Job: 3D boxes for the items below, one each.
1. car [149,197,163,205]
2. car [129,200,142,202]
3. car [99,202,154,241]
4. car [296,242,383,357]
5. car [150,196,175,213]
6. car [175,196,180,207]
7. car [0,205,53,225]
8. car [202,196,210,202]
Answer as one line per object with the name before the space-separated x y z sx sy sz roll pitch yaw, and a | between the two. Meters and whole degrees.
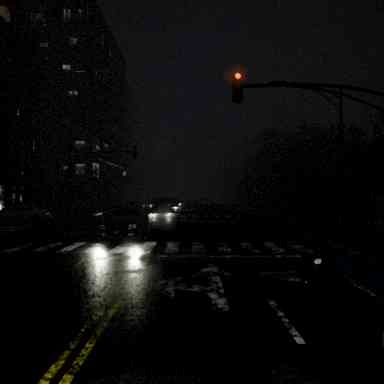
car | -6.534 1.566 60.829 2.033 1.411 5.357 0 0 0
car | -6.574 1.570 38.540 1.994 1.385 4.181 0 0 0
car | -3.354 1.511 17.175 1.882 1.535 5.008 -1 0 0
car | 3.355 1.547 5.374 2.033 1.411 5.357 0 0 0
car | -3.326 1.358 37.542 2.097 1.767 4.553 0 0 0
car | -3.307 1.491 53.000 1.882 1.535 5.008 0 0 0
car | -12.545 1.663 23.896 4.674 1.442 1.812 -1 1 -19
car | 3.302 1.628 78.391 1.895 1.301 4.718 0 0 0
